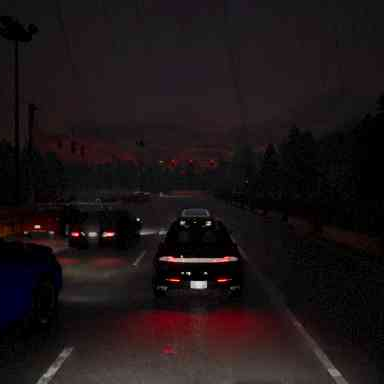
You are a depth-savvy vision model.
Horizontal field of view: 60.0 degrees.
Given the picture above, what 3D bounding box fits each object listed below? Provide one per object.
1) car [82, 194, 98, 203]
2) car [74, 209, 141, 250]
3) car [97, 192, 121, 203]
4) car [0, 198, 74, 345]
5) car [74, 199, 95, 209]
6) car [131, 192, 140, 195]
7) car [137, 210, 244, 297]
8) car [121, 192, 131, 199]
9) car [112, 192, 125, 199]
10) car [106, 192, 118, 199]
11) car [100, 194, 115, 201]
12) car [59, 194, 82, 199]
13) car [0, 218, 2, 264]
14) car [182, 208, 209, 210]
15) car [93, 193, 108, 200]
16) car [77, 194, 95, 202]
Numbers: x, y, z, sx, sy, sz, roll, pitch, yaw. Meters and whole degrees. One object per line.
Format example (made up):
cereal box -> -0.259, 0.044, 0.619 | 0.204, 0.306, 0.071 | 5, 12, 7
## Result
car -> -17.232, 1.146, 57.376 | 1.994, 1.385, 4.181 | 0, 0, 1
car -> -3.339, 1.455, 13.737 | 2.033, 1.411, 5.357 | 0, 0, 0
car -> -13.755, 1.122, 55.407 | 1.812, 1.442, 4.674 | 0, 0, 1
car -> -3.385, 1.205, 3.563 | 2.150, 2.045, 5.566 | 0, 0, 0
car -> -6.831, 1.360, 17.152 | 1.882, 1.535, 5.008 | 0, 0, 0
car -> -13.545, 0.978, 74.491 | 1.812, 1.442, 4.674 | 0, 0, 0
car -> 0.132, 1.439, 8.417 | 2.128, 1.511, 4.902 | 0, 0, 0
car -> -13.649, 1.055, 64.470 | 1.812, 1.442, 4.674 | 0, 0, 1
car -> -17.026, 0.787, 77.485 | 2.097, 1.767, 4.553 | 0, 0, 0
car -> -20.476, 0.852, 85.169 | 1.882, 1.535, 5.008 | 0, 0, 0
car -> -17.092, 1.071, 67.352 | 1.994, 1.385, 4.181 | 0, 0, 0
car -> -20.740, 1.072, 55.675 | 1.882, 1.535, 5.008 | 0, 0, 2
car -> -6.876, 1.513, 8.167 | 1.994, 1.385, 4.181 | 0, 0, 1
car -> 0.186, 1.478, 17.747 | 1.895, 1.301, 4.718 | 0, 0, 0
car -> -20.542, 0.929, 74.950 | 1.882, 1.535, 5.008 | 0, 0, 0
car -> -20.621, 1.126, 65.009 | 1.895, 1.301, 4.718 | 0, 0, 1
